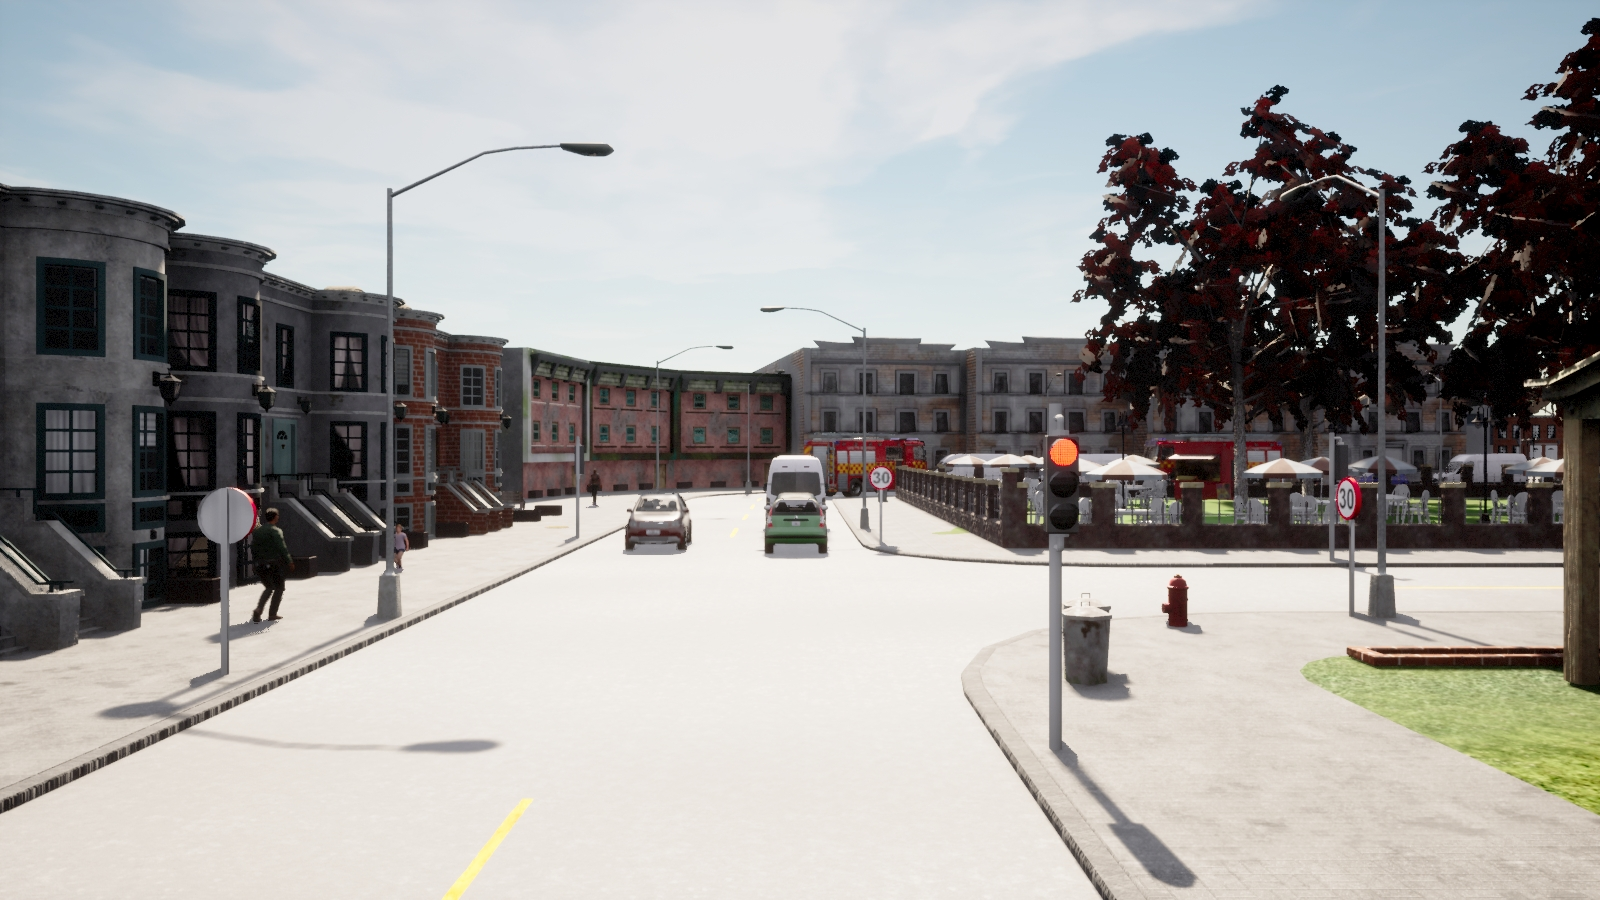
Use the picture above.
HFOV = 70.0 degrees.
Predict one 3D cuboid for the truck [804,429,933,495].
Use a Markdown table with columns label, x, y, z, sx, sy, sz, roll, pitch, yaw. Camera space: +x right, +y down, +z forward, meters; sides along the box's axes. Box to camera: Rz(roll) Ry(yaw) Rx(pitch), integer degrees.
| label | x | y | z | sx | sy | sz | roll | pitch | yaw |
| --- | --- | --- | --- | --- | --- | --- | --- | --- | --- |
| truck | 4.295 | 0.672 | 70.228 | 8.468 | 3.827 | 2.891 | 0 | 0 | -43 |

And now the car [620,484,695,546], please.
| label | x | y | z | sx | sy | sz | roll | pitch | yaw |
| --- | --- | --- | --- | --- | --- | --- | --- | --- | --- |
| car | -4.008 | 1.806 | 32.716 | 1.789 | 1.549 | 3.705 | 0 | 0 | -2 |

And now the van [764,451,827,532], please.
| label | x | y | z | sx | sy | sz | roll | pitch | yaw |
| --- | --- | --- | --- | --- | --- | --- | --- | --- | --- |
| van | -0.147 | 1.315 | 39.074 | 1.988 | 2.561 | 5.915 | 0 | 0 | 0 |

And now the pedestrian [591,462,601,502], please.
| label | x | y | z | sx | sy | sz | roll | pitch | yaw |
| --- | --- | --- | --- | --- | --- | --- | --- | --- | --- |
| pedestrian | -9.689 | 1.525 | 54.221 | 0.375 | 1.860 | 0.375 | 0 | 0 | 4 |

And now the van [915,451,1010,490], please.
| label | x | y | z | sx | sy | sz | roll | pitch | yaw |
| --- | --- | --- | --- | --- | --- | --- | --- | --- | --- |
| van | 10.550 | 1.314 | 74.428 | 5.915 | 2.561 | 1.988 | 0 | 0 | 0 |

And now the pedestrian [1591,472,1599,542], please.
| label | x | y | z | sx | sy | sz | roll | pitch | yaw |
| --- | --- | --- | --- | --- | --- | --- | --- | --- | --- |
| pedestrian | 21.501 | 1.525 | 30.596 | 0.375 | 1.860 | 0.375 | 0 | 0 | 0 |

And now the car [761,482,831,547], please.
| label | x | y | z | sx | sy | sz | roll | pitch | yaw |
| --- | --- | --- | --- | --- | --- | --- | --- | --- | --- |
| car | -0.119 | 1.779 | 32.373 | 1.851 | 1.617 | 3.988 | 0 | 0 | 0 |

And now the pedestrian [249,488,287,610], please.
| label | x | y | z | sx | sy | sz | roll | pitch | yaw |
| --- | --- | --- | --- | --- | --- | --- | --- | --- | --- |
| pedestrian | -8.253 | 1.524 | 17.726 | 0.375 | 1.860 | 0.375 | 0 | 0 | 14 |

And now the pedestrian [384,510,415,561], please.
| label | x | y | z | sx | sy | sz | roll | pitch | yaw |
| --- | --- | --- | --- | --- | --- | --- | --- | --- | --- |
| pedestrian | -8.913 | 1.904 | 25.429 | 0.500 | 1.100 | 0.500 | 0 | 0 | 0 |
